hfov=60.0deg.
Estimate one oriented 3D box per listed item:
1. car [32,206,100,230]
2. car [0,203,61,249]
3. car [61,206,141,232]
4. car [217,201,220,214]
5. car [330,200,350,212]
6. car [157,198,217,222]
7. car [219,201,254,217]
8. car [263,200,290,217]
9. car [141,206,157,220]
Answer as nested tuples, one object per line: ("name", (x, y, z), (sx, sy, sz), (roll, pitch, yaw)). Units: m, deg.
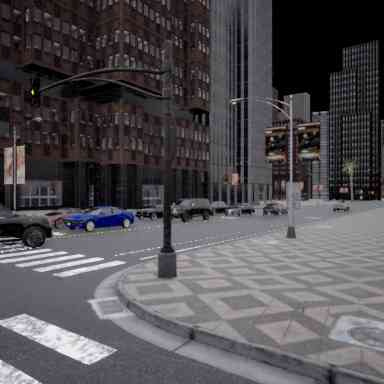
("car", (-8.951, 1.794, 23.922), (1.994, 1.385, 4.181), (0, -1, 36))
("car", (-8.409, 1.337, 13.075), (2.150, 2.045, 5.566), (0, -1, 35))
("car", (-6.086, 1.717, 22.350), (1.882, 1.535, 5.008), (0, -1, 35))
("car", (2.542, 1.872, 40.226), (2.097, 1.767, 4.553), (0, -1, 35))
("car", (24.183, 2.429, 53.678), (2.033, 1.411, 5.357), (0, -1, 34))
("car", (-0.312, 1.606, 30.543), (2.150, 2.045, 5.566), (0, -1, 35))
("car", (5.612, 2.026, 38.935), (2.128, 1.511, 4.902), (0, -1, 35))
("car", (10.001, 2.084, 39.199), (1.837, 1.490, 4.892), (0, -1, 35))
("car", (-3.281, 1.974, 31.975), (1.895, 1.301, 4.718), (0, -1, 35))
